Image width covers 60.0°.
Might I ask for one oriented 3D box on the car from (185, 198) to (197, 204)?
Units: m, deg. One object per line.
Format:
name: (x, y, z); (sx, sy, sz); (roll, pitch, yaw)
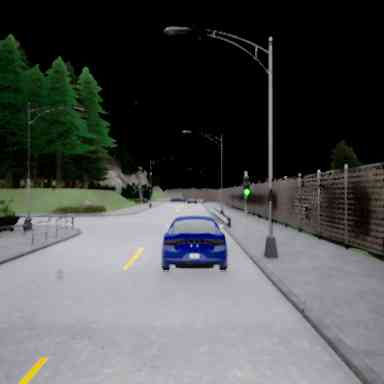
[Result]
car: (0.016, 1.900, 72.184); (1.994, 1.385, 4.181); (0, 0, 0)

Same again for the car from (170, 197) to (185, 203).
car: (-3.489, 1.927, 83.953); (4.674, 1.442, 1.812); (0, 0, 40)

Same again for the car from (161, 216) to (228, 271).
car: (0.080, 1.532, 11.134); (1.882, 1.535, 5.008); (0, 0, 0)
